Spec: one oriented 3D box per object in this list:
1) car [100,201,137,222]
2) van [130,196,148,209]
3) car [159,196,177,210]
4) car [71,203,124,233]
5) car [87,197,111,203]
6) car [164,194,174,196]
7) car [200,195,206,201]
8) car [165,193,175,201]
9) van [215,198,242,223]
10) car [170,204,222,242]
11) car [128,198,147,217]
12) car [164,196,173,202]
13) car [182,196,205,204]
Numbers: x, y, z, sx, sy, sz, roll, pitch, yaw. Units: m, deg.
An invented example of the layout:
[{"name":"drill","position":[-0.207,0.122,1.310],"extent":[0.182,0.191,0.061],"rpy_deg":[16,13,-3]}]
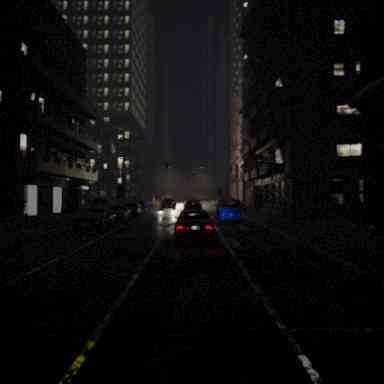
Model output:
[{"name":"car","position":[-5.644,1.586,25.071],"extent":[1.802,1.307,4.206],"rpy_deg":[1,0,0]},{"name":"van","position":[-5.810,1.346,36.152],"extent":[1.690,1.788,3.998],"rpy_deg":[1,0,0]},{"name":"car","position":[-3.002,1.570,42.520],"extent":[1.837,1.490,4.892],"rpy_deg":[0,0,0]},{"name":"car","position":[-5.643,1.554,19.530],"extent":[2.008,1.369,4.403],"rpy_deg":[1,0,0]},{"name":"car","position":[-16.493,1.506,58.798],"extent":[4.097,1.590,1.967],"rpy_deg":[0,-1,0]},{"name":"car","position":[-5.676,1.449,74.218],"extent":[1.967,1.590,4.097],"rpy_deg":[1,0,0]},{"name":"car","position":[2.700,1.593,85.431],"extent":[1.802,1.307,4.206],"rpy_deg":[1,0,0]},{"name":"car","position":[-5.675,1.326,85.368],"extent":[2.192,1.841,5.009],"rpy_deg":[1,0,0]},{"name":"van","position":[2.708,1.345,25.124],"extent":[1.690,1.788,3.998],"rpy_deg":[1,0,0]},{"name":"car","position":[0.100,1.549,16.409],"extent":[2.033,1.411,5.357],"rpy_deg":[0,0,0]},{"name":"car","position":[-5.644,1.571,30.611],"extent":[1.947,1.339,4.313],"rpy_deg":[1,0,0]},{"name":"car","position":[-5.680,1.592,79.793],"extent":[1.802,1.307,4.206],"rpy_deg":[1,0,0]},{"name":"car","position":[0.099,1.509,34.040],"extent":[1.837,1.490,4.892],"rpy_deg":[0,0,0]}]
